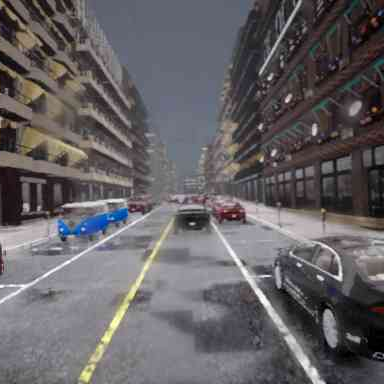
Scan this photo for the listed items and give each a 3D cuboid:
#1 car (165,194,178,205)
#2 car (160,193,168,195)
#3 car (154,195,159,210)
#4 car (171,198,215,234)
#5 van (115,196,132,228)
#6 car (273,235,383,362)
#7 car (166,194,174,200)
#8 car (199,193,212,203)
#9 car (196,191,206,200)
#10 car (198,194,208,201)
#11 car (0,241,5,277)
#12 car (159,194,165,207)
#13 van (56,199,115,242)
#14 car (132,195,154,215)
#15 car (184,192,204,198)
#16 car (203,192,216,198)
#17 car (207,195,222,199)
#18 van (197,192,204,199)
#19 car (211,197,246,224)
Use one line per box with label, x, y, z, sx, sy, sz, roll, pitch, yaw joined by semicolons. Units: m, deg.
car;-3.029;1.372;54.950;1.895;1.301;4.718;-2;0;0
car;-5.653;1.134;66.478;2.192;1.841;5.009;-1;0;0
car;-5.477;1.262;38.826;2.192;1.841;5.009;-1;0;0
car;0.013;1.343;18.335;1.882;1.535;5.008;-2;1;0
van;-5.371;1.383;22.236;1.690;1.788;3.998;-1;0;0
car;2.613;1.409;5.633;2.008;1.369;4.403;-1;0;0
car;-5.788;1.334;88.603;1.802;1.307;4.206;-1;0;0
car;2.260;1.010;55.409;1.967;1.590;4.097;-1;0;0
car;2.118;0.802;77.533;2.192;1.841;5.009;-1;0;0
car;2.192;1.106;66.472;1.802;1.307;4.206;-1;0;0
car;-5.264;1.468;5.646;2.192;1.841;5.009;-1;0;0
car;-5.544;1.456;49.890;1.947;1.339;4.313;-1;0;0
van;-5.335;1.418;16.704;1.690;1.788;3.998;-1;0;0
car;-5.442;1.293;33.296;2.192;1.841;5.009;-1;0;0
car;-0.089;1.112;36.141;2.097;1.767;4.553;-2;0;0
car;2.442;1.122;33.285;1.967;1.590;4.097;-1;0;0
car;2.472;1.258;27.754;1.887;1.381;4.507;-1;0;0
van;2.083;0.812;83.065;1.690;1.788;3.998;-1;0;0
car;2.507;1.292;22.224;1.887;1.381;4.507;-1;0;0
